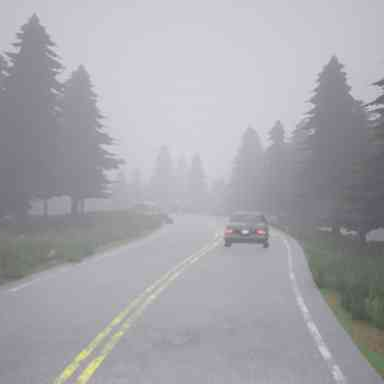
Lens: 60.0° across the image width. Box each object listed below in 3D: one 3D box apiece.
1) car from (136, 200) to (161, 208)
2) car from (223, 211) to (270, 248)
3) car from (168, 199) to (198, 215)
[{"bbox_3d":[-5.306,1.704,38.777,1.812,1.442,4.674,5,-5,-35],"label":"car"},{"bbox_3d":[2.526,1.591,15.138,2.033,1.411,5.357,0,-1,12],"label":"car"},{"bbox_3d":[-1.156,1.641,38.349,2.097,1.767,4.553,4,-4,-28],"label":"car"}]
